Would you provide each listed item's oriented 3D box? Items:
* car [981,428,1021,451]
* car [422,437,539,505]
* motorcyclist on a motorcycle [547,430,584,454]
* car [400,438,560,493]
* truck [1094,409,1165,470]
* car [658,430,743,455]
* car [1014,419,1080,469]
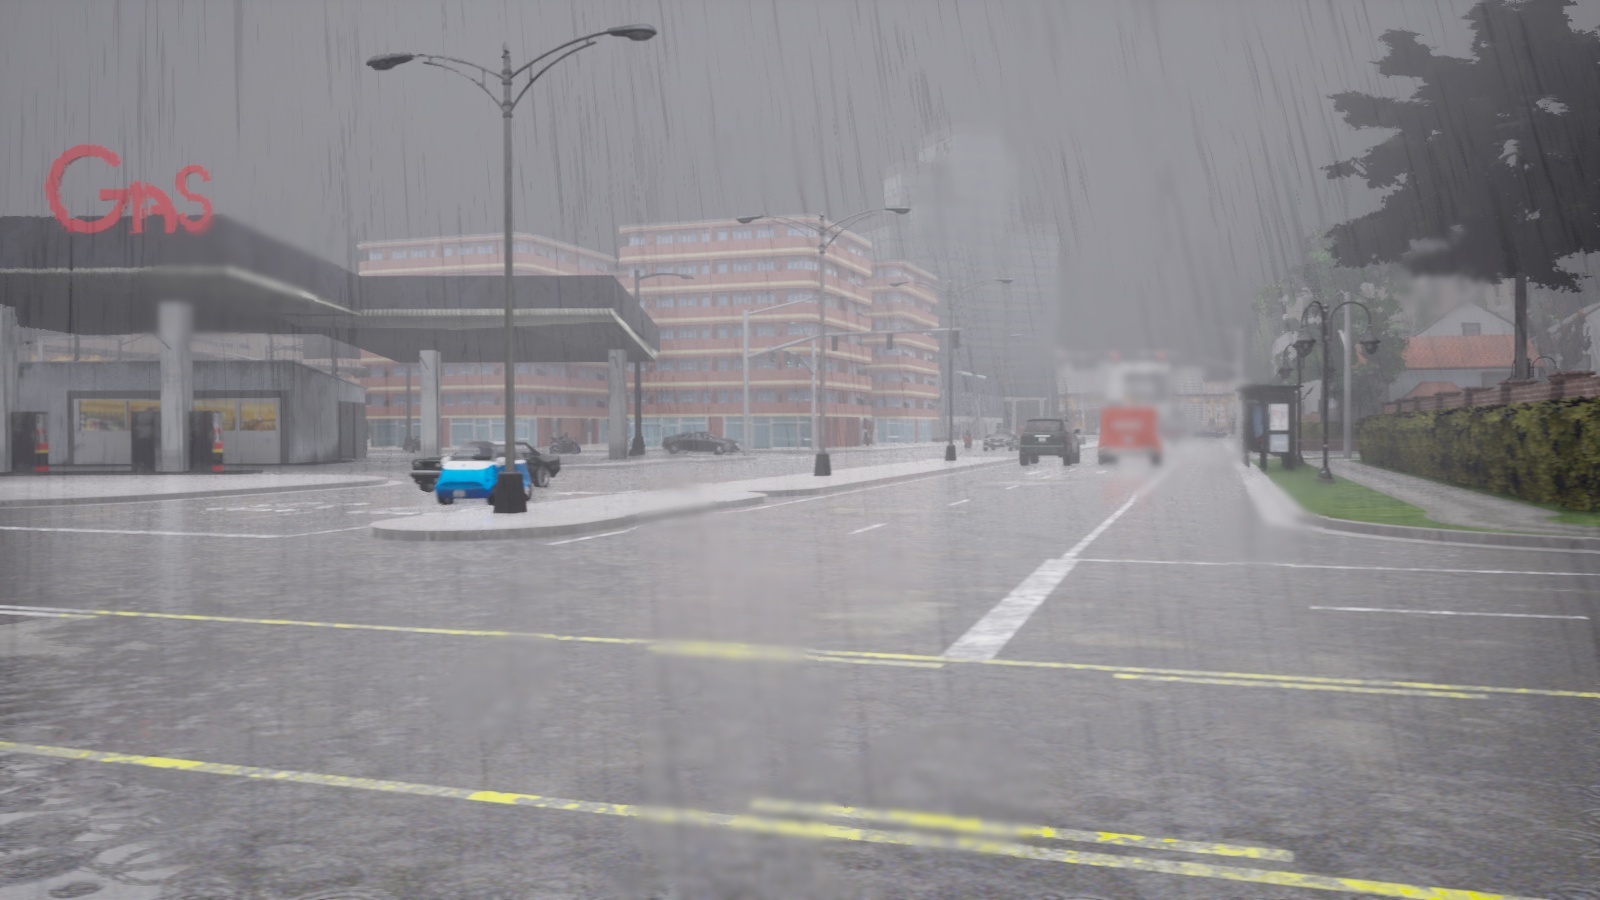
[{"bbox_3d":[14.800,-0.817,92.272,2.152,1.651,5.027,1,1,18],"label":"car"},{"bbox_3d":[-6.858,0.421,27.115,1.481,1.376,2.207,1,1,18],"label":"car"},{"bbox_3d":[-15.235,-0.502,81.575,2.191,1.530,0.866,0,1,17],"label":"motorcyclist on a motorcycle"},{"bbox_3d":[-8.421,0.359,33.511,1.895,1.301,4.718,1,1,18],"label":"car"},{"bbox_3d":[14.326,-0.477,54.375,2.627,2.467,5.204,1,1,18],"label":"truck"},{"bbox_3d":[-6.237,-0.501,78.713,4.902,1.511,2.128,0,1,17],"label":"car"},{"bbox_3d":[10.940,-0.299,55.285,2.150,2.045,5.566,1,1,18],"label":"car"}]
